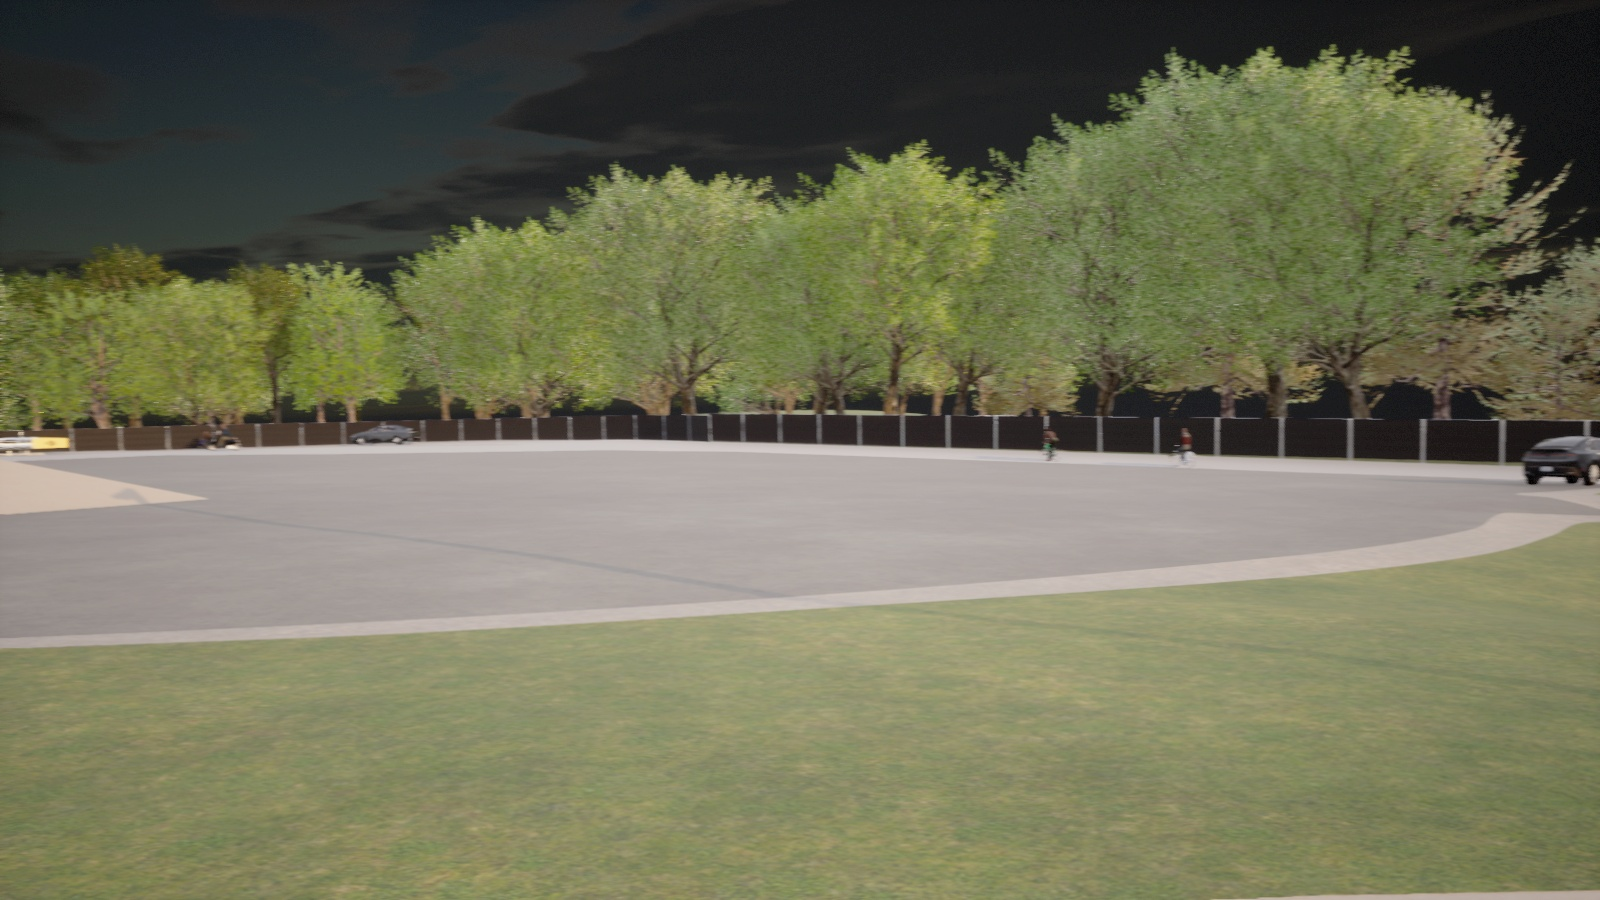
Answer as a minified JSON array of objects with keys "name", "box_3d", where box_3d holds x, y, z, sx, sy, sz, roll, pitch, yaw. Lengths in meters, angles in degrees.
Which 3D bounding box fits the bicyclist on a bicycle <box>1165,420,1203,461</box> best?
[{"name":"bicyclist on a bicycle","box_3d":[16.957,-0.439,55.467,0.659,1.776,1.843,-2,2,-16]}]

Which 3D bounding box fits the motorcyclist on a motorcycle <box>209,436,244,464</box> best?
[{"name":"motorcyclist on a motorcycle","box_3d":[-34.560,0.010,75.654,1.817,1.590,0.866,-3,2,-27]}]

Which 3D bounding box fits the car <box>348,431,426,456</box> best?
[{"name":"car","box_3d":[-30.292,-0.454,92.106,4.902,1.511,2.128,-3,2,5]}]

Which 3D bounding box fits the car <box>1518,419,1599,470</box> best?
[{"name":"car","box_3d":[24.547,-0.165,39.255,4.892,1.490,1.837,0,-1,-37]}]
